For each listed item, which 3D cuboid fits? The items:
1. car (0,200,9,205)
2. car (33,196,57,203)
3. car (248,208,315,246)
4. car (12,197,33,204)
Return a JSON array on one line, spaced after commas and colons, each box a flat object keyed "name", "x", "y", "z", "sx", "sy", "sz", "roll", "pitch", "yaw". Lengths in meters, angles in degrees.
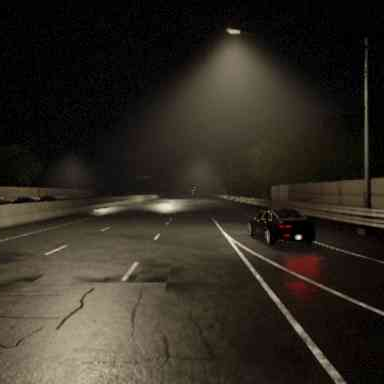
[{"name": "car", "x": -24.587, "y": 1.587, "z": 40.804, "sx": 1.895, "sy": 1.301, "sz": 4.718, "roll": 0, "pitch": 0, "yaw": 0}, {"name": "car", "x": -24.587, "y": 1.486, "z": 56.561, "sx": 1.837, "sy": 1.490, "sz": 4.892, "roll": 0, "pitch": 0, "yaw": 0}, {"name": "car", "x": 3.933, "y": 1.522, "z": 15.332, "sx": 1.837, "sy": 1.490, "sz": 4.892, "roll": -1, "pitch": 0, "yaw": -5}, {"name": "car", "x": -28.081, "y": 1.507, "z": 55.627, "sx": 1.812, "sy": 1.442, "sz": 4.674, "roll": 0, "pitch": 0, "yaw": 0}]
